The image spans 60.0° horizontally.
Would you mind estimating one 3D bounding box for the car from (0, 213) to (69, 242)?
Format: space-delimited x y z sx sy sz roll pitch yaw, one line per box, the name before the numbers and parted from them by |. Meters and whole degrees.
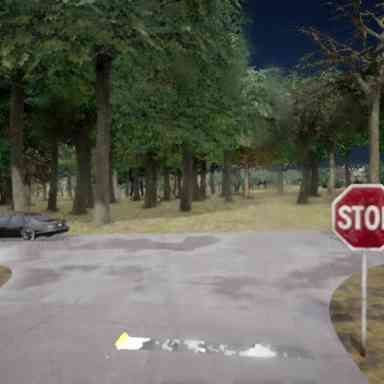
car | -9.422 1.846 17.813 5.357 1.411 2.033 -1 0 8
